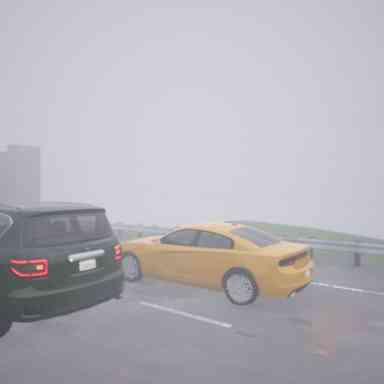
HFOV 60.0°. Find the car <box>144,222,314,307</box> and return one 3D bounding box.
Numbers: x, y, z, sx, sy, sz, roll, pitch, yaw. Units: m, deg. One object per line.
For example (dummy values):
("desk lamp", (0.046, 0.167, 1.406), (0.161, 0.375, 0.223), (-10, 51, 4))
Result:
("car", (0.297, 1.475, 8.080), (5.008, 1.535, 1.882), (0, 0, 35))

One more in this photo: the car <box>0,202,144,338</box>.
("car", (-3.798, 1.217, 6.702), (5.566, 2.045, 2.150), (0, 0, 35))
